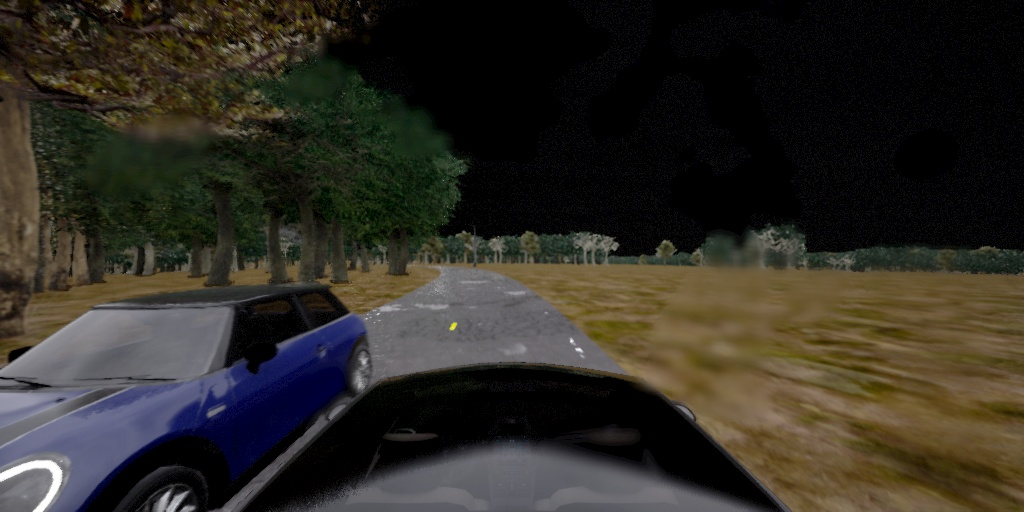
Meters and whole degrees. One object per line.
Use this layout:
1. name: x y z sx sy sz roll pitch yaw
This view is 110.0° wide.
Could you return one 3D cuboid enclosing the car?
1. car: -3.127 1.139 3.479 2.097 1.767 4.553 -1 0 -1
